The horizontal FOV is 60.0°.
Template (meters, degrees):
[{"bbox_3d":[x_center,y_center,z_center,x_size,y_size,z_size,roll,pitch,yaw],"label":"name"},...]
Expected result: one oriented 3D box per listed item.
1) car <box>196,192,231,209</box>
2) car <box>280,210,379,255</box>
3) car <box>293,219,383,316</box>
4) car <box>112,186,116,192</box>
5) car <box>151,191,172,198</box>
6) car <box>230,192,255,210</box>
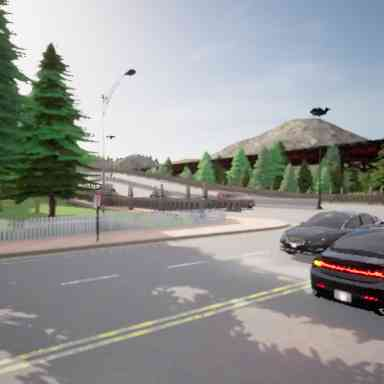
[{"bbox_3d":[2.016,1.216,39.531,2.097,1.767,4.553,0,1,-37],"label":"car"},{"bbox_3d":[5.220,1.453,11.928,4.892,1.490,1.837,0,0,-35],"label":"car"},{"bbox_3d":[4.479,1.469,6.939,4.892,1.490,1.837,0,0,-35],"label":"car"},{"bbox_3d":[-16.179,-0.832,63.798,1.837,1.490,4.892,0,7,-37],"label":"car"},{"bbox_3d":[-5.029,0.646,54.660,1.837,1.490,4.892,0,5,-37],"label":"car"},{"bbox_3d":[5.230,1.073,41.082,2.150,2.045,5.566,0,0,-37],"label":"car"}]
